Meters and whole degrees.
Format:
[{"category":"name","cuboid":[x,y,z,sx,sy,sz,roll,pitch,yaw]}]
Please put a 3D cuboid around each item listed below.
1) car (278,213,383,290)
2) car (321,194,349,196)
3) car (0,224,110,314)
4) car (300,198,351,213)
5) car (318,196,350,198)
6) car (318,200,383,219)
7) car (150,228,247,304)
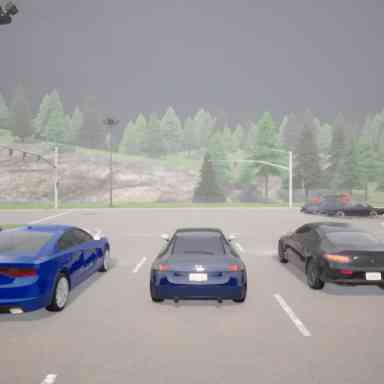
[{"category":"car","cuboid":[3.679,1.525,8.977,1.812,1.442,4.674,0,0,1]},{"category":"car","cuboid":[17.536,1.218,42.739,5.566,2.045,2.150,0,0,-2]},{"category":"car","cuboid":[-3.350,1.477,7.742,1.882,1.535,5.008,0,0,1]},{"category":"car","cuboid":[13.309,1.543,32.021,5.357,1.411,2.033,0,0,-3]},{"category":"car","cuboid":[16.066,1.501,39.158,4.892,1.490,1.837,0,0,-3]},{"category":"car","cuboid":[13.778,1.597,28.547,4.718,1.301,1.895,0,0,-3]},{"category":"car","cuboid":[0.162,1.563,8.240,1.994,1.385,4.181,0,0,1]}]
